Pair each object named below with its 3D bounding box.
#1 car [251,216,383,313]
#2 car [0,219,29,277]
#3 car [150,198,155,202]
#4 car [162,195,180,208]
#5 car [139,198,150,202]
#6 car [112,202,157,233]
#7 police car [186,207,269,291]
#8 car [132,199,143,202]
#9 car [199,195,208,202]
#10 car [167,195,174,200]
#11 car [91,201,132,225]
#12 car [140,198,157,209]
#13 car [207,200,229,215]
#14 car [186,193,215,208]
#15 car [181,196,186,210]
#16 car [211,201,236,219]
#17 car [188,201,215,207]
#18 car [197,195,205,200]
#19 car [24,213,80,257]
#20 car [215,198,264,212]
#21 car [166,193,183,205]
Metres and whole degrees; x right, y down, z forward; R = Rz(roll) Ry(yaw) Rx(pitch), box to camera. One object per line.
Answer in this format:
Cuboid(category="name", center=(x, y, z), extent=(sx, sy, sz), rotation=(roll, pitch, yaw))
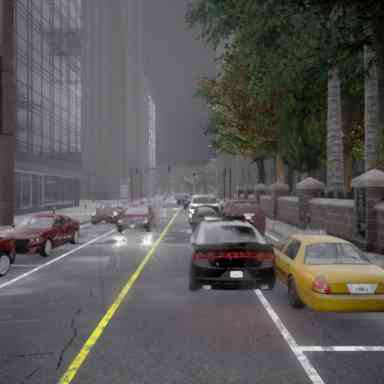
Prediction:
Cuboid(category="car", center=(2.742, 1.525, 7.685), extent=(1.752, 1.417, 4.829), rotation=(0, 0, 0))
Cuboid(category="car", center=(-5.783, 1.544, 7.488), extent=(1.887, 1.381, 4.507), rotation=(0, 0, 0))
Cuboid(category="car", center=(-5.870, 1.449, 40.230), extent=(1.967, 1.590, 4.097), rotation=(0, 0, 0))
Cuboid(category="car", center=(-3.130, 1.539, 48.949), extent=(1.812, 1.442, 4.674), rotation=(0, 0, 0))
Cuboid(category="car", center=(-5.855, 1.551, 34.773), extent=(1.887, 1.381, 4.507), rotation=(0, 0, 0))
Cuboid(category="car", center=(-3.153, 1.528, 19.790), extent=(1.812, 1.442, 4.674), rotation=(0, 0, 0))
Cuboid(category="police car", center=(0.876, 1.425, 9.167), extent=(1.930, 1.638, 5.238), rotation=(0, 0, 0))
Cuboid(category="car", center=(-5.841, 1.555, 29.316), extent=(2.008, 1.369, 4.403), rotation=(0, 0, 0))
Cuboid(category="car", center=(2.556, 1.470, 77.680), extent=(1.967, 1.590, 4.097), rotation=(0, 0, 0))
Cuboid(category="car", center=(-6.013, 1.625, 93.969), extent=(1.802, 1.307, 4.206), rotation=(0, 0, 0))
Cuboid(category="car", center=(-5.826, 1.443, 23.859), extent=(1.967, 1.590, 4.097), rotation=(0, 0, 0))
Cuboid(category="car", center=(-5.884, 1.536, 45.517), extent=(1.752, 1.417, 4.829), rotation=(0, 0, 0))
Cuboid(category="car", center=(2.670, 1.572, 34.797), extent=(1.947, 1.339, 4.313), rotation=(0, 0, 0))
Cuboid(category="car", center=(0.834, 1.228, 25.087), extent=(2.150, 2.045, 5.566), rotation=(0, 0, 0))
Cuboid(category="car", center=(-0.117, 1.536, 43.907), extent=(1.812, 1.442, 4.674), rotation=(0, 0, 0))
Cuboid(category="car", center=(2.684, 1.530, 29.511), extent=(1.752, 1.417, 4.829), rotation=(0, 0, 0))
Cuboid(category="car", center=(0.849, 1.508, 19.057), extent=(1.837, 1.490, 4.892), rotation=(0, 0, 0))
Cuboid(category="car", center=(2.512, 1.594, 93.992), extent=(2.008, 1.369, 4.403), rotation=(0, 0, 0))
Cuboid(category="car", center=(-5.797, 1.545, 12.945), extent=(1.887, 1.381, 4.507), rotation=(0, 0, 0))
Cuboid(category="car", center=(2.713, 1.317, 18.428), extent=(2.192, 1.841, 5.009), rotation=(0, 0, 0))
Cuboid(category="car", center=(-1.764, 1.365, 54.998), extent=(2.097, 1.767, 4.553), rotation=(1, 0, -38))
